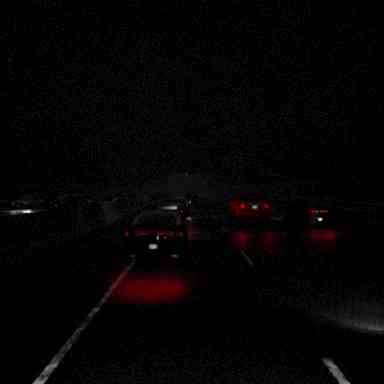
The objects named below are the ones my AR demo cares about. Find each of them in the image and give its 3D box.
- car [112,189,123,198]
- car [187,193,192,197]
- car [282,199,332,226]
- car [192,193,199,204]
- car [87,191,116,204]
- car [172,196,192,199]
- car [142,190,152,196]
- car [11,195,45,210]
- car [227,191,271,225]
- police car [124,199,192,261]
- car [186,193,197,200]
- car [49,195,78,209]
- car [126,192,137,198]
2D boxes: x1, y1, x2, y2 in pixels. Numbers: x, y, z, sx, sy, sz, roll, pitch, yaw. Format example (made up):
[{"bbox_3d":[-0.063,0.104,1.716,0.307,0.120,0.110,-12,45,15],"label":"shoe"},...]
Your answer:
[{"bbox_3d":[-17.591,0.402,77.458,2.150,2.045,5.566,0,0,0],"label":"car"},{"bbox_3d":[-1.083,1.098,27.770,1.801,1.575,5.366,0,1,0],"label":"car"},{"bbox_3d":[7.076,1.221,20.774,1.837,1.490,4.892,0,1,0],"label":"car"},{"bbox_3d":[-0.043,1.022,47.500,2.033,1.411,5.357,0,0,0],"label":"car"},{"bbox_3d":[-10.638,1.024,38.573,1.882,1.535,5.008,0,0,0],"label":"car"},{"bbox_3d":[-1.075,1.234,21.577,1.812,1.442,4.674,0,1,0],"label":"car"},{"bbox_3d":[-10.593,0.411,79.186,1.837,1.490,4.892,0,0,0],"label":"car"},{"bbox_3d":[-17.636,1.093,36.057,1.812,1.442,4.674,0,0,0],"label":"car"},{"bbox_3d":[3.575,0.929,21.600,2.150,2.045,5.566,0,1,0],"label":"car"},{"bbox_3d":[-1.064,1.255,11.678,1.930,1.638,5.238,0,1,0],"label":"police car"},{"bbox_3d":[-0.078,0.914,66.678,1.994,1.385,4.181,0,0,0],"label":"car"},{"bbox_3d":[-14.137,1.086,36.874,1.812,1.442,4.674,0,0,0],"label":"car"},{"bbox_3d":[-14.092,0.668,78.325,2.033,1.411,5.357,0,0,0],"label":"car"}]
